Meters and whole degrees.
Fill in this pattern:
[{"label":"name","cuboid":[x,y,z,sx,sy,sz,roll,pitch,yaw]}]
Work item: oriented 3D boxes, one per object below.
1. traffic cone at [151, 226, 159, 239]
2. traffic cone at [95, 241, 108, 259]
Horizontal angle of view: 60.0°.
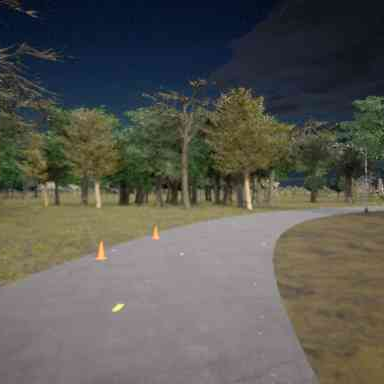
[{"label":"traffic cone","cuboid":[-1.794,2.001,16.469,0.340,0.580,0.340,0,0,17]},{"label":"traffic cone","cuboid":[-3.116,1.989,11.423,0.340,0.580,0.340,0,0,12]}]
